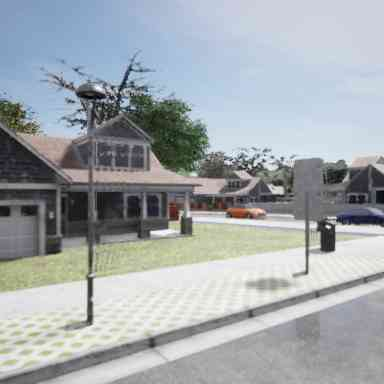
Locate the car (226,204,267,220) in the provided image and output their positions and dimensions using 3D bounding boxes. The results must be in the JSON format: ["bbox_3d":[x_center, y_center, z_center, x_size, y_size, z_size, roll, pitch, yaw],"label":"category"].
[{"bbox_3d":[5.744,2.046,35.425,2.097,1.767,4.553,0,-2,-37],"label":"car"}]

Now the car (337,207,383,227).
[{"bbox_3d":[13.241,1.884,24.953,1.812,1.442,4.674,0,-1,-33],"label":"car"}]
